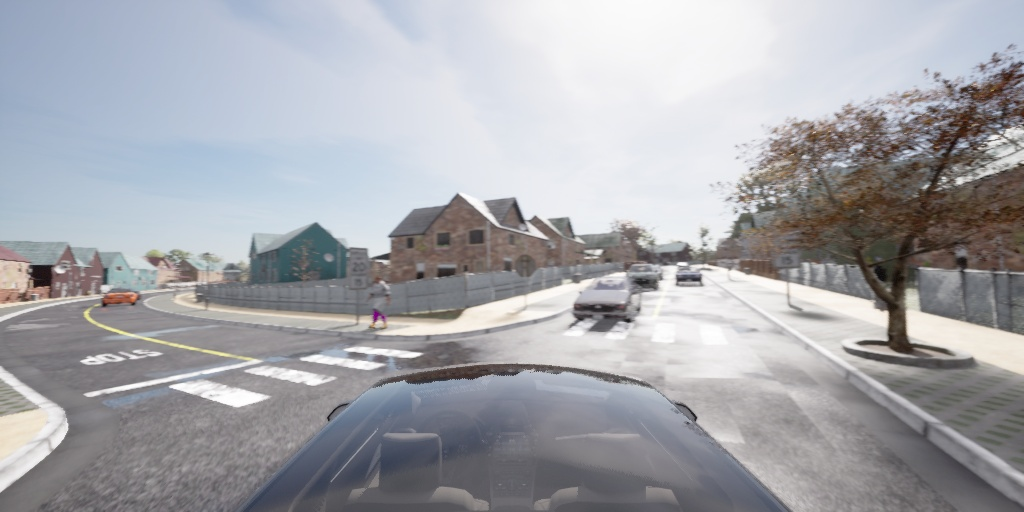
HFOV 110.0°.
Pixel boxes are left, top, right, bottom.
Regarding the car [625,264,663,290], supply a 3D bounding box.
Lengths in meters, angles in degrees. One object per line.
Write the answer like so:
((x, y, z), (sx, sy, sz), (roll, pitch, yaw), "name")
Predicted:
((8.852, 1.331, 24.471), (2.097, 1.767, 4.553), (-2, -1, 25), "car")

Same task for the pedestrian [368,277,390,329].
((-4.577, 1.597, 12.362), (0.375, 1.860, 0.375), (-3, -3, 30), "pedestrian")

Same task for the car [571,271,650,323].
((3.738, 1.485, 13.416), (2.033, 1.411, 5.357), (-2, -1, 25), "car")

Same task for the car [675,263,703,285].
((13.712, 1.493, 27.937), (1.895, 1.301, 4.718), (-2, -1, 25), "car")

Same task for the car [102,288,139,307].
((-36.955, 3.771, 33.799), (4.553, 1.767, 2.097), (-4, -4, 43), "car")

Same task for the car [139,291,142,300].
((-43.770, 4.474, 40.863), (1.994, 1.385, 4.181), (2, -4, -42), "car")
